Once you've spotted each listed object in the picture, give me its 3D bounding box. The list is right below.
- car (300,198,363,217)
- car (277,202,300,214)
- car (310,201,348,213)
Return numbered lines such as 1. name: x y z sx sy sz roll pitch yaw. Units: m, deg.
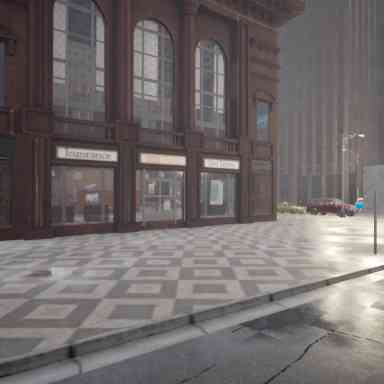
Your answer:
1. car: 13.989 1.533 33.614 2.192 1.841 5.009 0 0 -35
2. car: 10.846 1.810 38.069 1.752 1.417 4.829 0 0 -35
3. car: 17.708 1.912 43.131 1.802 1.307 4.206 -1 0 -35
